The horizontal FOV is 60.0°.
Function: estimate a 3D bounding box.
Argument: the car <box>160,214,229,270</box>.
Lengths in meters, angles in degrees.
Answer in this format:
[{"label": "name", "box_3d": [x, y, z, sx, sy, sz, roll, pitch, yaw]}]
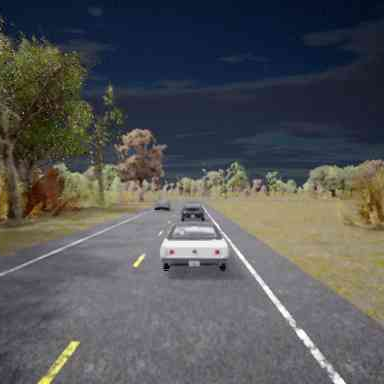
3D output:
[{"label": "car", "box_3d": [0.079, 1.639, 11.124, 1.895, 1.301, 4.718, 0, 0, 0]}]

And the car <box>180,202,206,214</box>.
[{"label": "car", "box_3d": [0.074, 1.596, 27.804, 1.837, 1.490, 4.892, 0, 0, 0]}]

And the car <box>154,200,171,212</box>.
[{"label": "car", "box_3d": [-3.611, 1.680, 41.922, 2.033, 1.411, 5.357, 0, 0, 0]}]
